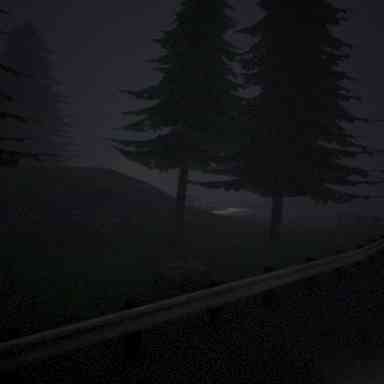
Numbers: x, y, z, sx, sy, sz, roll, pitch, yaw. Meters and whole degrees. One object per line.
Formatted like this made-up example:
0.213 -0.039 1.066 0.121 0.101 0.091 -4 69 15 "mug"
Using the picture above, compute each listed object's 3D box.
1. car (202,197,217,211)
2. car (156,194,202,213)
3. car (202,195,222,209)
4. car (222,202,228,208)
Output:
0.363 1.637 41.663 4.674 1.442 1.812 0 0 37 "car"
-1.558 1.447 38.731 4.553 1.767 2.097 0 0 37 "car"
0.828 1.339 45.690 5.566 2.045 2.150 0 0 37 "car"
3.166 1.700 48.309 4.181 1.385 1.994 0 0 37 "car"
